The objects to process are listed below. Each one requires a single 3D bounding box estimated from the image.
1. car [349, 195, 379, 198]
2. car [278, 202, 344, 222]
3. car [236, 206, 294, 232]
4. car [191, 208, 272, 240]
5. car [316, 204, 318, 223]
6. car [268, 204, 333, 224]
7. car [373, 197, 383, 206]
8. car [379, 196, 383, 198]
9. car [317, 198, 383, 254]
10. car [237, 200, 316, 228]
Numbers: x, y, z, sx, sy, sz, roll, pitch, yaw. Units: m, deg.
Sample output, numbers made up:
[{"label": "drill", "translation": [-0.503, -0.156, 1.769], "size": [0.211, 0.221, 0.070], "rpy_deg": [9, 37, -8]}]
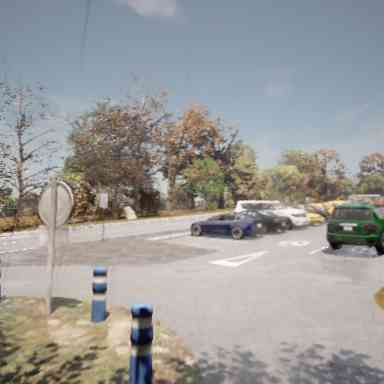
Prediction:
[{"label": "car", "translation": [20.221, 1.539, 41.438], "size": [4.553, 1.767, 2.185], "rpy_deg": [-2, -1, 41]}, {"label": "car", "translation": [11.010, 1.798, 31.064], "size": [5.366, 1.575, 1.946], "rpy_deg": [-2, 0, 41]}, {"label": "car", "translation": [3.912, 1.933, 22.523], "size": [5.008, 1.535, 2.097], "rpy_deg": [-2, 0, 41]}, {"label": "car", "translation": [2.076, 1.997, 20.441], "size": [4.792, 1.488, 2.163], "rpy_deg": [-2, 0, 41]}, {"label": "car", "translation": [7.670, 1.858, 26.613], "size": [5.366, 1.575, 1.946], "rpy_deg": [-2, 0, 41]}, {"label": "car", "translation": [9.345, 1.832, 28.835], "size": [4.892, 1.521, 2.231], "rpy_deg": [-2, 0, 41]}, {"label": "car", "translation": [34.683, 1.585, 58.291], "size": [4.892, 1.521, 2.231], "rpy_deg": [-2, -1, 41]}, {"label": "car", "translation": [22.032, 1.681, 43.539], "size": [4.792, 1.488, 2.163], "rpy_deg": [-2, -1, 41]}, {"label": "car", "translation": [8.149, 1.529, 15.390], "size": [2.150, 2.045, 5.566], "rpy_deg": [-2, 0, 44]}, {"label": "car", "translation": [5.734, 1.647, 24.613], "size": [5.566, 2.045, 2.435], "rpy_deg": [-2, 0, 41]}]
